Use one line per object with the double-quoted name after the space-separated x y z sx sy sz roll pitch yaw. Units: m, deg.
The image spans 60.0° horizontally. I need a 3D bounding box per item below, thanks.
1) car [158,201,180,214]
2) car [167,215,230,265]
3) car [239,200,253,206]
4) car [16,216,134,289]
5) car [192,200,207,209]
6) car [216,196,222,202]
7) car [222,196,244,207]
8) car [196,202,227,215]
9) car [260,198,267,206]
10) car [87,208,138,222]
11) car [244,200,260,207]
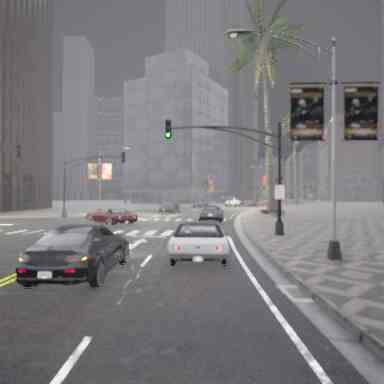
-2.798 1.952 41.623 1.837 1.490 4.892 0 -1 12 "car"
0.261 1.719 12.099 1.895 1.301 4.718 0 -1 2 "car"
12.558 2.442 77.000 1.895 1.301 4.718 0 -1 27 "car"
-3.076 1.616 9.357 1.812 1.442 4.674 0 -1 1 "car"
1.497 2.146 57.753 1.837 1.490 4.892 0 -1 18 "car"
6.834 1.659 72.196 2.150 2.045 5.566 0 -1 23 "car"
8.308 1.987 67.204 2.150 2.045 5.566 0 -1 22 "car"
1.787 1.869 29.161 1.994 1.385 4.181 0 -1 8 "car"
15.850 2.213 76.335 2.097 1.767 4.553 0 -1 27 "car"
-6.211 1.858 25.415 1.895 1.301 4.718 1 -1 -43 "car"
11.662 2.316 66.855 2.033 1.411 5.357 0 -1 22 "car"
